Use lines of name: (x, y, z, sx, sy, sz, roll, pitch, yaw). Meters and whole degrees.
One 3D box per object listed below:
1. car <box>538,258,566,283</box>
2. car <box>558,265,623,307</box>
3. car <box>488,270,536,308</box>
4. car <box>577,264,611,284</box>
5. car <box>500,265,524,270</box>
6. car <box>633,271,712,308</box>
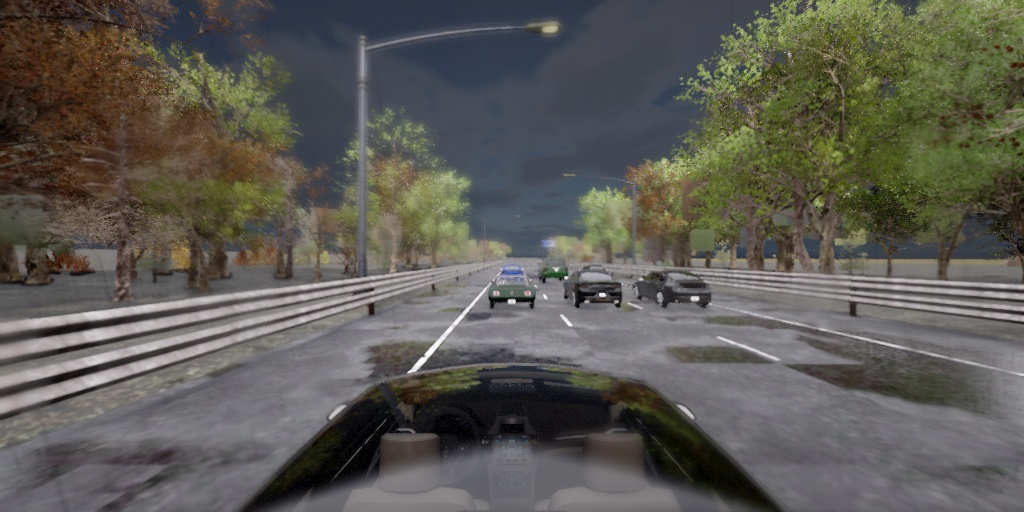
car: (3.506, 1.231, 30.866, 2.150, 2.045, 5.566, 0, 0, 0)
car: (3.508, 1.362, 16.332, 1.882, 1.535, 5.008, 0, 0, 0)
car: (0.004, 1.482, 15.951, 1.895, 1.301, 4.718, 0, 0, 0)
car: (7.009, 1.525, 31.153, 1.837, 1.490, 4.892, 0, 0, 0)
car: (0.010, 1.497, 31.327, 1.882, 1.535, 5.008, 0, 0, 0)
car: (7.006, 1.390, 16.136, 1.837, 1.490, 4.892, 0, 0, 0)
